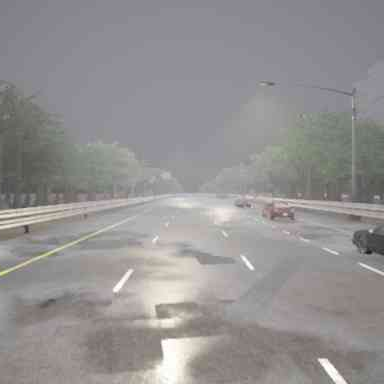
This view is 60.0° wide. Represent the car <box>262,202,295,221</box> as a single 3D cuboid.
[{"bbox_3d":[7.039,1.533,27.365,1.812,1.442,4.674,0,0,0],"label":"car"}]

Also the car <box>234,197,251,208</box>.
[{"bbox_3d":[7.081,1.598,46.998,1.895,1.301,4.718,0,0,0],"label":"car"}]

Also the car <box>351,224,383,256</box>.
[{"bbox_3d":[7.007,1.548,10.285,2.033,1.411,5.357,0,0,0],"label":"car"}]
